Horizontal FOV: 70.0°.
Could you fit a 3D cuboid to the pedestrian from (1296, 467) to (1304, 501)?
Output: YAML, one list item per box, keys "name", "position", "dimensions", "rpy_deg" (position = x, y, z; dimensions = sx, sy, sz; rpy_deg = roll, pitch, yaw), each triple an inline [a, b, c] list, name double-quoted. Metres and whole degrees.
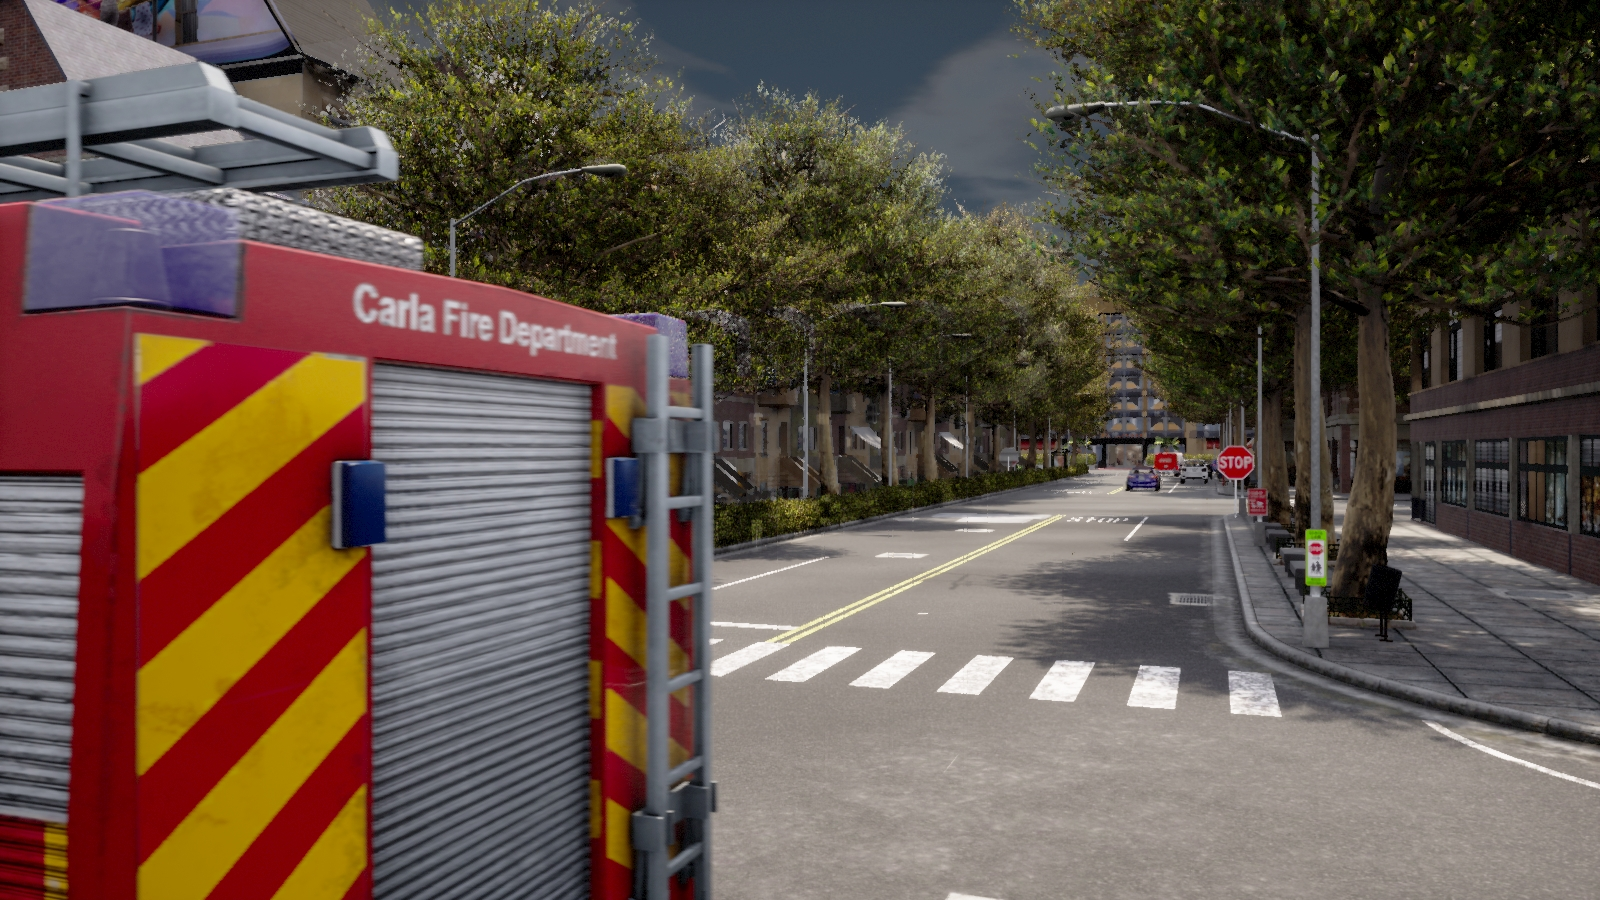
- name: "pedestrian"
  position: [27.095, 1.848, 61.945]
  dimensions: [0.375, 1.860, 0.375]
  rpy_deg: [0, 0, 18]

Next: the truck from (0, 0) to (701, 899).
- name: "truck"
  position: [-4.929, 0.893, 5.353]
  dimensions: [8.468, 3.827, 2.891]
  rpy_deg: [0, 0, 20]
